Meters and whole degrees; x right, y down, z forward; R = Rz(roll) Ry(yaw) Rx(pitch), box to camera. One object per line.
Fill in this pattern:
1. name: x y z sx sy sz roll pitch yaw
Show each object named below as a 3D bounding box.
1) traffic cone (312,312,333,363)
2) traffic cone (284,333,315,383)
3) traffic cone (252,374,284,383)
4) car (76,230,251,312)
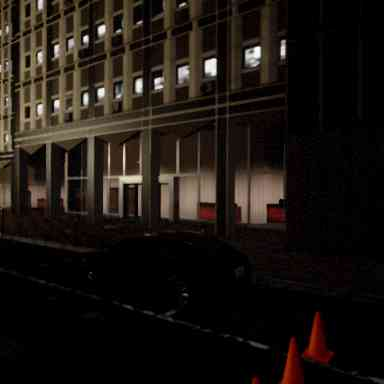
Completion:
1. traffic cone: 1.730 1.950 4.582 0.340 0.580 0.340 0 0 36
2. traffic cone: 1.147 1.949 3.769 0.340 0.580 0.340 0 0 36
3. traffic cone: 0.564 1.949 2.957 0.340 0.580 0.340 0 0 36
4. car: -0.784 1.539 7.572 4.313 1.339 1.947 0 0 36
